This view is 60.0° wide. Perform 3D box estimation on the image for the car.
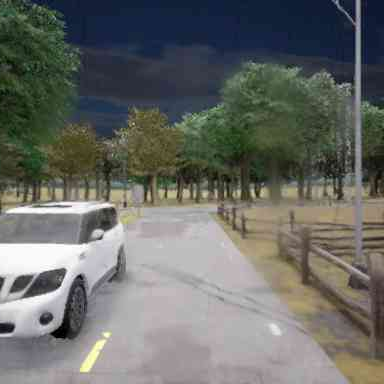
[{"bbox_3d":[-2.850,1.258,6.985,2.150,2.045,5.566,0,0,0],"label":"car"}]
